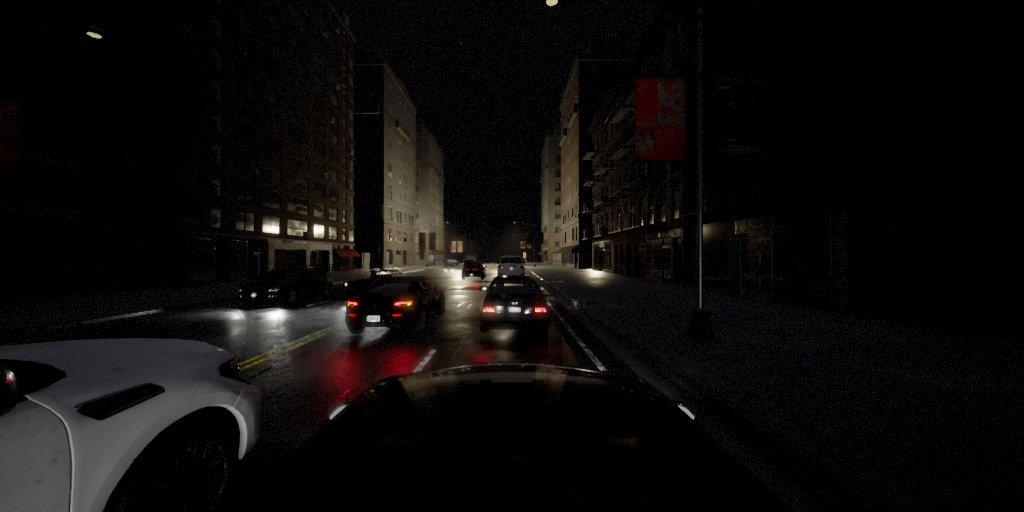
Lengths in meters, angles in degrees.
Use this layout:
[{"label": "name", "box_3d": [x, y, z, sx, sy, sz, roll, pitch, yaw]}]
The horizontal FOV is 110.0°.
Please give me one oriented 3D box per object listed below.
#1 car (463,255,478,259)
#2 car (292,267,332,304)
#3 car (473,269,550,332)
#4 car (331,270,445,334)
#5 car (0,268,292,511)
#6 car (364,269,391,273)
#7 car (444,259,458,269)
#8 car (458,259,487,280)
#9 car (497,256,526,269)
[{"label": "car", "box_3d": [-6.847, 0.829, 59.913, 2.150, 2.045, 5.566, 0, 0, 0]}, {"label": "car", "box_3d": [-9.935, 1.259, 16.185, 1.837, 1.490, 4.892, 0, 0, 0]}, {"label": "car", "box_3d": [0.049, 1.299, 10.841, 2.033, 1.411, 5.357, 0, 0, 0]}, {"label": "car", "box_3d": [-3.200, 1.277, 10.558, 1.812, 1.442, 4.674, 0, 0, 0]}, {"label": "car", "box_3d": [-3.138, 0.972, 0.570, 2.150, 2.045, 5.566, 0, 0, 0]}, {"label": "car", "box_3d": [-6.697, 1.356, 18.148, 1.895, 1.301, 4.718, 0, 0, 0]}, {"label": "car", "box_3d": [-10.097, 1.326, 59.923, 2.128, 1.511, 4.902, 0, 0, 0]}, {"label": "car", "box_3d": [-3.323, 1.270, 31.716, 1.837, 1.490, 4.892, 0, 0, -1]}, {"label": "car", "box_3d": [-0.061, 0.985, 29.374, 2.150, 2.045, 5.566, 0, 0, 0]}]
